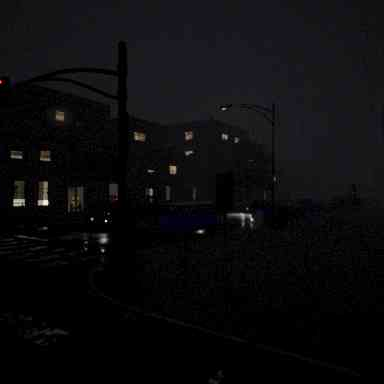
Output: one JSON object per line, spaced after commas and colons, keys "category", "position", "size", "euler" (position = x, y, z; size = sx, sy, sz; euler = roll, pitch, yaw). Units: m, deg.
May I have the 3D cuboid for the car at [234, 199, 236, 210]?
{"category": "car", "position": [5.740, 1.507, 40.573], "size": [1.967, 1.590, 4.097], "euler": [0, 0, 35]}

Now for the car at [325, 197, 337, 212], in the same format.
{"category": "car", "position": [15.858, 1.671, 40.393], "size": [1.752, 1.417, 4.829], "euler": [0, 0, 35]}

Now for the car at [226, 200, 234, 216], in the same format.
{"category": "car", "position": [1.530, 1.530, 30.077], "size": [1.882, 1.535, 5.008], "euler": [1, 0, 35]}

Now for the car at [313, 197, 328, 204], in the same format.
{"category": "car", "position": [27.875, 1.729, 72.050], "size": [1.752, 1.417, 4.829], "euler": [0, 0, 35]}

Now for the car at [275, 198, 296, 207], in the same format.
{"category": "car", "position": [15.268, 1.666, 54.122], "size": [1.887, 1.381, 4.507], "euler": [0, 0, 35]}

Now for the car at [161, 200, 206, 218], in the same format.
{"category": "car", "position": [-0.711, 1.559, 31.400], "size": [1.752, 1.417, 4.829], "euler": [0, 0, 35]}

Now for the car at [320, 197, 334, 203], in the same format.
{"category": "car", "position": [31.149, 1.792, 76.706], "size": [1.947, 1.339, 4.313], "euler": [0, 0, 35]}

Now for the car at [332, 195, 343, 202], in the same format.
{"category": "car", "position": [37.502, 1.713, 85.739], "size": [1.967, 1.590, 4.097], "euler": [0, 0, 35]}

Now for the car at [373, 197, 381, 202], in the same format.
{"category": "car", "position": [44.347, 1.900, 80.904], "size": [1.947, 1.339, 4.313], "euler": [0, 0, 35]}

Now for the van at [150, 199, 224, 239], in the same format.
{"category": "van", "position": [-0.121, 1.407, 17.670], "size": [1.690, 1.788, 3.998], "euler": [0, 0, 35]}

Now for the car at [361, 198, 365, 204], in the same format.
{"category": "car", "position": [28.563, 1.748, 58.460], "size": [1.752, 1.417, 4.829], "euler": [0, 0, 35]}

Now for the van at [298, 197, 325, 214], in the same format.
{"category": "van", "position": [12.584, 1.469, 35.737], "size": [1.690, 1.788, 3.998], "euler": [0, 0, 35]}

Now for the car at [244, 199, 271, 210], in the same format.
{"category": "car", "position": [8.915, 1.629, 45.090], "size": [1.887, 1.381, 4.507], "euler": [0, 0, 35]}

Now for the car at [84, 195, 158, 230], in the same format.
{"category": "car", "position": [-4.281, 1.248, 21.814], "size": [2.150, 2.045, 5.566], "euler": [1, 0, 35]}

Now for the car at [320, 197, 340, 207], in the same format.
{"category": "car", "position": [22.747, 1.658, 54.689], "size": [1.882, 1.535, 5.008], "euler": [1, 0, 35]}

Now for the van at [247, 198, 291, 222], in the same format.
{"category": "van", "position": [6.232, 1.436, 26.704], "size": [1.690, 1.788, 3.998], "euler": [0, 0, 35]}

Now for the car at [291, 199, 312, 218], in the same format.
{"category": "car", "position": [9.407, 1.656, 31.220], "size": [1.887, 1.381, 4.507], "euler": [0, 0, 35]}

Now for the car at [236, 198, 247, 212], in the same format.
{"category": "car", "position": [7.488, 1.575, 38.533], "size": [2.128, 1.511, 4.902], "euler": [1, 0, 35]}

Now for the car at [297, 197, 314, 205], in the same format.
{"category": "car", "position": [21.621, 1.706, 63.155], "size": [1.887, 1.381, 4.507], "euler": [0, 0, 35]}

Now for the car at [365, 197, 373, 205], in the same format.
{"category": "car", "position": [34.818, 1.810, 67.354], "size": [1.887, 1.381, 4.507], "euler": [0, 0, 35]}

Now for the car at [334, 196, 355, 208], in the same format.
{"category": "car", "position": [22.114, 1.497, 49.288], "size": [2.192, 1.841, 5.009], "euler": [0, 0, 35]}

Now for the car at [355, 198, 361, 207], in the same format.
{"category": "car", "position": [25.290, 1.517, 53.805], "size": [2.192, 1.841, 5.009], "euler": [0, 0, 35]}

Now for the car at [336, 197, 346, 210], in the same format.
{"category": "car", "position": [18.936, 1.729, 44.770], "size": [1.947, 1.339, 4.313], "euler": [0, 0, 35]}
